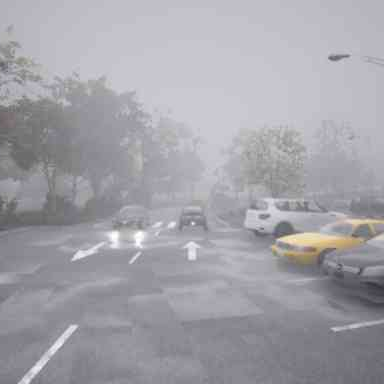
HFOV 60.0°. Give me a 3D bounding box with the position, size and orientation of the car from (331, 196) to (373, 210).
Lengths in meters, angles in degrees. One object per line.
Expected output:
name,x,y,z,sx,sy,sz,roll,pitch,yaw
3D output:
car,23.982,1.593,50.203,2.435,2.045,5.566,0,-1,-21

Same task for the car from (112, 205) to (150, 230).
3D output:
car,-4.031,1.661,22.558,1.837,1.490,4.892,0,-1,1

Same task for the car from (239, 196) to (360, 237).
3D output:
car,5.390,1.351,17.072,5.566,2.045,2.435,1,-1,-20

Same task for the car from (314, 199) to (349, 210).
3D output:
car,20.959,1.872,50.120,2.163,1.488,4.792,0,-1,-21

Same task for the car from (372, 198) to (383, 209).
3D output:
car,30.039,1.724,50.367,2.185,1.767,4.553,1,-1,-22

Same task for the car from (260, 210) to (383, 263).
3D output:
car,5.200,1.555,10.977,5.366,1.575,1.946,1,0,-20

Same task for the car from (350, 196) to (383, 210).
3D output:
car,27.043,1.595,50.240,2.435,2.045,5.566,1,-1,-22

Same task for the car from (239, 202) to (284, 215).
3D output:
car,7.996,1.867,38.356,4.718,1.301,1.895,0,-1,-14

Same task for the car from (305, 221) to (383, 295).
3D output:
car,5.382,1.581,8.036,4.674,1.452,2.002,1,0,-20

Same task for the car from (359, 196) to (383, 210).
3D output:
car,18.358,1.469,33.062,2.435,2.045,5.566,0,0,-21

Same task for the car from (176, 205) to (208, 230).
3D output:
car,0.035,1.661,22.589,1.837,1.490,4.892,0,0,-1
